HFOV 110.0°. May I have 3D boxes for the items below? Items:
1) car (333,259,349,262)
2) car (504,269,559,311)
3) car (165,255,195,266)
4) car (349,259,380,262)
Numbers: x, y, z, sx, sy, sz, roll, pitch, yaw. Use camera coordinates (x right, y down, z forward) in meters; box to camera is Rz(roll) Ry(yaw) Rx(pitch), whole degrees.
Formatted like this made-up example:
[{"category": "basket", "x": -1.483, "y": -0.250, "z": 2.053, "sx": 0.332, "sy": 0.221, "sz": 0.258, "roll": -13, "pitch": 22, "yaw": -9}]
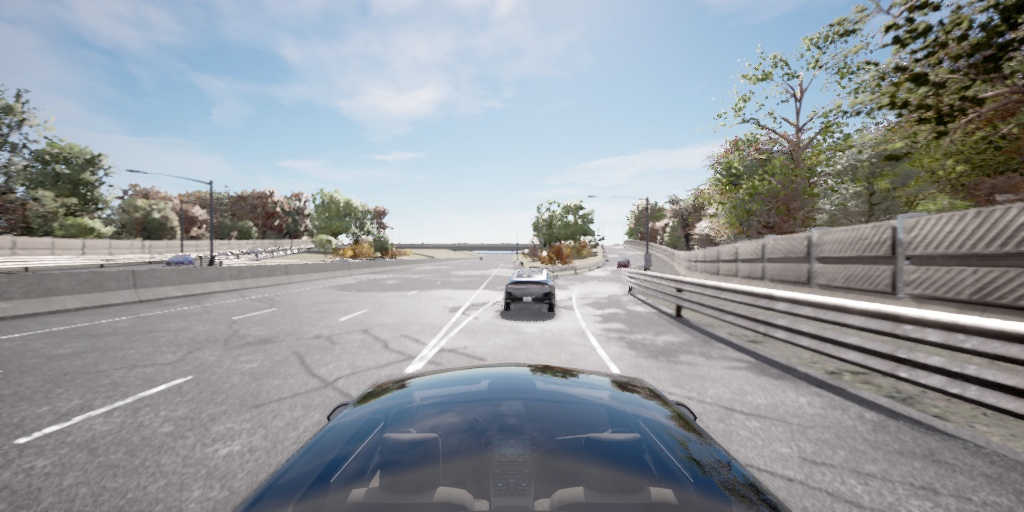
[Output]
[{"category": "car", "x": -24.932, "y": 1.200, "z": 52.024, "sx": 1.882, "sy": 1.535, "sz": 5.008, "roll": 0, "pitch": 0, "yaw": 0}, {"category": "car", "x": 0.849, "y": 1.251, "z": 14.562, "sx": 2.128, "sy": 1.511, "sz": 4.902, "roll": 0, "pitch": 0, "yaw": 8}, {"category": "car", "x": -43.591, "y": 0.570, "z": 47.212, "sx": 1.812, "sy": 1.442, "sz": 4.674, "roll": 0, "pitch": 1, "yaw": -24}, {"category": "car", "x": -21.437, "y": 1.293, "z": 52.180, "sx": 1.994, "sy": 1.385, "sz": 4.181, "roll": 0, "pitch": 0, "yaw": 0}]
